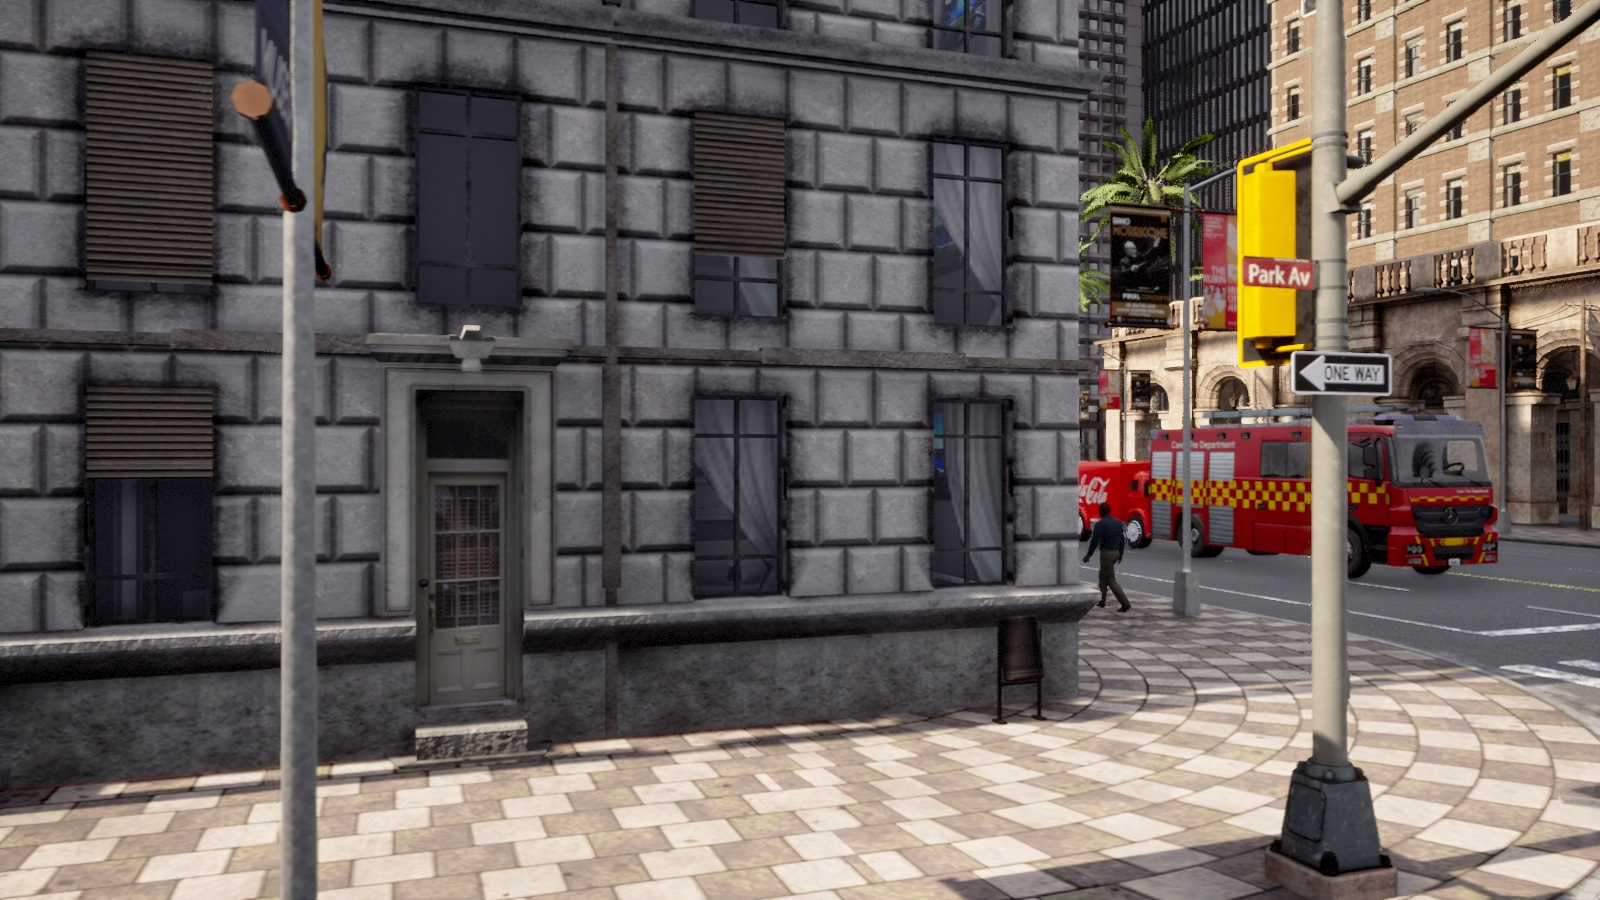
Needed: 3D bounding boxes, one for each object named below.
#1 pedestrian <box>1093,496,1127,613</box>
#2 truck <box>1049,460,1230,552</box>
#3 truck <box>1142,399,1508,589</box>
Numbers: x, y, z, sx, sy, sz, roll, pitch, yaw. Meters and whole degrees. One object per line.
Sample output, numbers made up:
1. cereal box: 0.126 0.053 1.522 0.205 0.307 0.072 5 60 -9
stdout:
1. pedestrian: 5.069 1.693 18.665 0.375 1.860 0.375 0 0 -26
2. truck: 9.970 1.558 34.081 2.627 2.467 5.204 0 0 -20
3. truck: 12.061 0.882 27.453 2.891 3.827 8.468 0 0 -20
